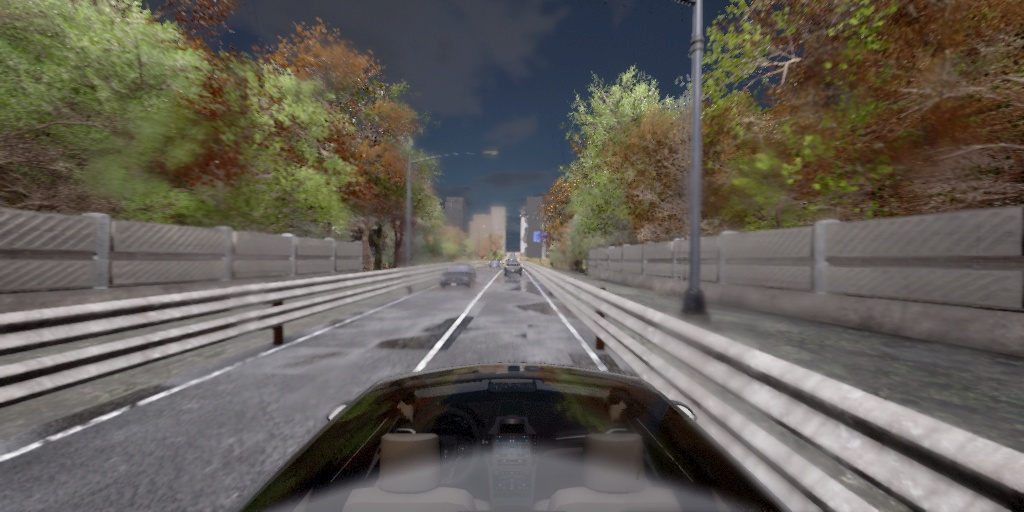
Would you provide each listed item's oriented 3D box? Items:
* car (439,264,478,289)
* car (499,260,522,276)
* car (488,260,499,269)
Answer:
[{"bbox_3d":[-3.286,1.224,23.011,2.033,1.411,5.357,1,0,0],"label":"car"},{"bbox_3d":[0.099,1.238,37.081,2.128,1.511,4.902,1,0,0],"label":"car"},{"bbox_3d":[-3.091,1.527,64.847,1.812,1.442,4.674,1,-1,1],"label":"car"}]
